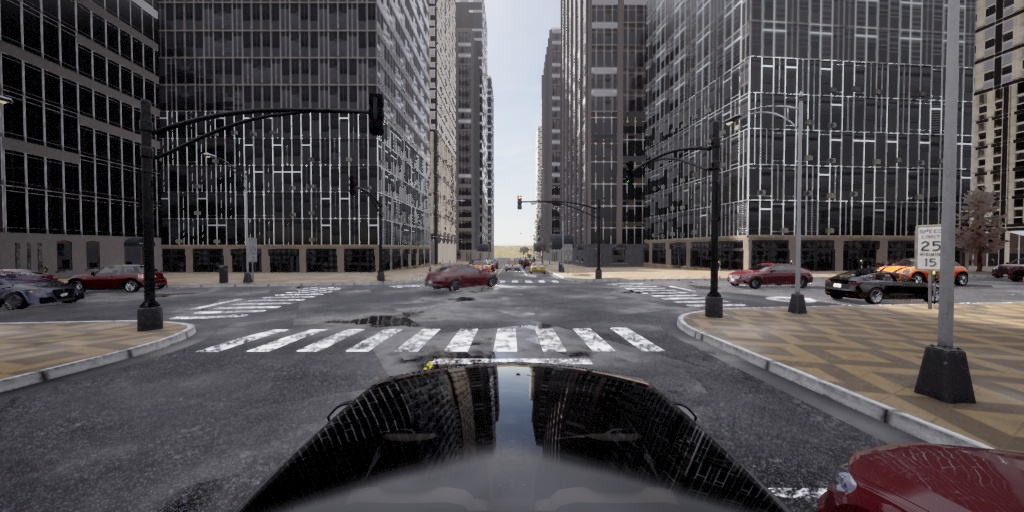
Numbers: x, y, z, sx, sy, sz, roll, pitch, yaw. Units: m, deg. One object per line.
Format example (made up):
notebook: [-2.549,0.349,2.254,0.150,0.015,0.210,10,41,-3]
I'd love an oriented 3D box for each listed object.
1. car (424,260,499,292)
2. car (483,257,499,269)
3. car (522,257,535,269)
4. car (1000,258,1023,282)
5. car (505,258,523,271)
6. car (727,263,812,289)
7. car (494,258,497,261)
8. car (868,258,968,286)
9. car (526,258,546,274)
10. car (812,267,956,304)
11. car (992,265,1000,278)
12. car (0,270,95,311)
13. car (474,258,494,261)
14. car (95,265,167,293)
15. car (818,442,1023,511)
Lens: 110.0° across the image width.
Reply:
car: [-2.898,1.218,21.007,1.812,1.442,4.674,2,2,42]
car: [-3.107,1.066,54.257,2.097,1.767,4.553,0,0,0]
car: [2.709,1.028,55.015,2.192,1.841,5.009,0,0,0]
car: [35.348,0.845,23.267,4.553,1.767,2.097,0,1,-5]
car: [0.083,1.322,47.923,1.895,1.301,4.718,0,0,0]
car: [15.392,1.135,21.437,4.674,1.442,1.812,0,1,-5]
car: [-3.116,1.203,44.214,1.882,1.535,5.008,0,0,0]
car: [25.339,0.904,22.347,4.553,1.767,2.097,0,1,-5]
car: [2.805,1.254,39.933,1.751,1.417,4.829,0,0,0]
car: [16.124,1.293,15.693,4.313,1.339,1.948,0,0,-5]
car: [37.693,0.864,26.110,4.097,1.591,1.967,0,0,-5]
car: [-20.779,1.453,14.860,4.181,1.385,1.994,0,1,-5]
car: [-3.112,1.085,34.279,2.097,1.767,4.553,0,0,0]
car: [-22.579,1.216,20.528,4.097,1.591,1.967,0,0,-5]
car: [2.692,1.333,0.395,1.802,1.307,4.207,0,0,0]
